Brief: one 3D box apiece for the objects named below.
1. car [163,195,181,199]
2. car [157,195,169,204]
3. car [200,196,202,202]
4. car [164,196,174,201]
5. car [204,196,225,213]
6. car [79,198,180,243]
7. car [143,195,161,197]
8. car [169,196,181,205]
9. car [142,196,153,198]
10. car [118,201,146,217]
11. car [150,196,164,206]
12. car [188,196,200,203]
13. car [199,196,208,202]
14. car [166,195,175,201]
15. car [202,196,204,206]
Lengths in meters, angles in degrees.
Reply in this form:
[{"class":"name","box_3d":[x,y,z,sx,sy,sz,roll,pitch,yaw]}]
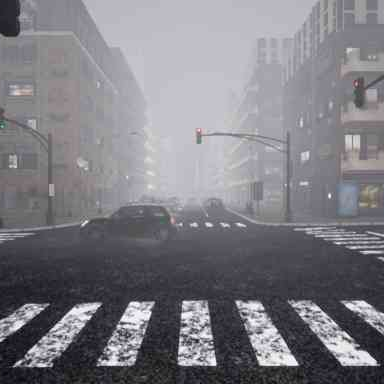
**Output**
[{"class":"car","box_3d":[-3.117,1.578,49.879,1.994,1.385,4.181,0,0,0]},{"class":"car","box_3d":[-5.728,1.465,66.265,1.967,1.590,4.097,0,0,0]},{"class":"car","box_3d":[2.659,1.599,54.907,1.802,1.307,4.206,0,0,0]},{"class":"car","box_3d":[-5.739,1.590,83.311,2.008,1.369,4.403,0,0,0]},{"class":"car","box_3d":[2.669,1.449,37.859,1.967,1.590,4.097,0,0,0]},{"class":"car","box_3d":[-2.913,1.376,15.764,4.553,1.767,2.097,-1,0,-1]},{"class":"car","box_3d":[-5.715,1.326,43.535,2.192,1.841,5.009,0,0,0]},{"class":"car","box_3d":[-3.080,1.498,59.889,1.882,1.535,5.008,0,0,0]},{"class":"car","box_3d":[-5.711,1.534,37.683,1.752,1.417,4.829,0,0,0]},{"class":"car","box_3d":[-5.708,1.572,32.170,1.947,1.339,4.313,0,0,0]},{"class":"car","box_3d":[-5.721,1.457,54.900,1.967,1.590,4.097,0,0,0]},{"class":"car","box_3d":[0.003,1.539,70.587,2.128,1.511,4.902,0,0,0]},{"class":"car","box_3d":[2.645,1.585,77.636,2.008,1.369,4.403,0,0,0]},{"class":"car","box_3d":[-5.742,1.595,88.994,2.008,1.369,4.403,0,0,0]},{"class":"car","box_3d":[2.665,1.451,43.542,1.967,1.590,4.097,0,0,0]}]
